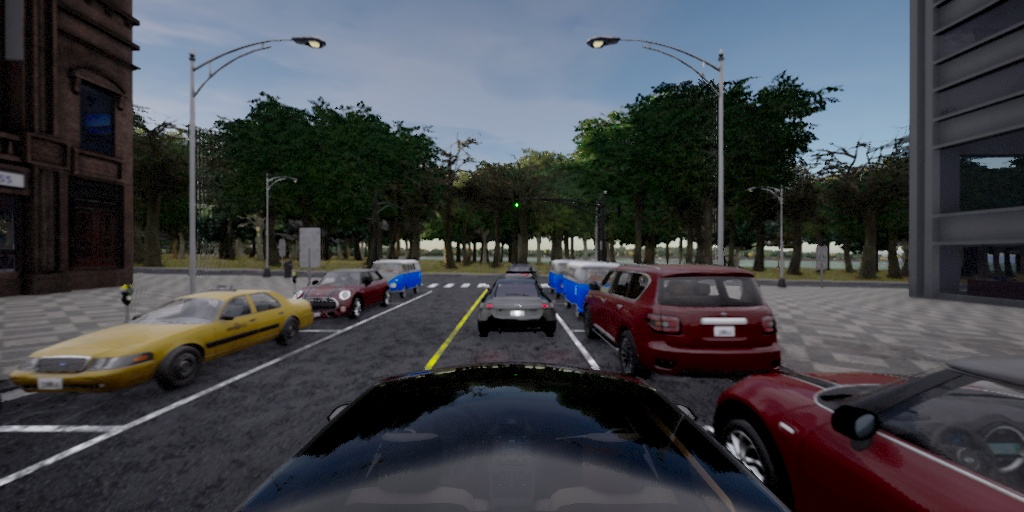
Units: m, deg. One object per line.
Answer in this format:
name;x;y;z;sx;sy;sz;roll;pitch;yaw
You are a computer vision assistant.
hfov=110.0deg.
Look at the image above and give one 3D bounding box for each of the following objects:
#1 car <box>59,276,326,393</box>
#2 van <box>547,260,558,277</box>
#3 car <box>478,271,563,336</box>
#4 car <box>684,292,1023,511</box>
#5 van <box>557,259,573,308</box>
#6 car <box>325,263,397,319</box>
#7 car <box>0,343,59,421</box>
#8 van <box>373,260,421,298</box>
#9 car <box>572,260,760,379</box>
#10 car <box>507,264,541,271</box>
car;-5.761;1.271;6.885;1.751;1.417;4.829;0;0;0
van;2.771;1.078;17.925;1.690;1.789;3.998;0;0;0
car;0.108;1.307;10.404;1.994;1.385;4.181;0;0;0
car;2.762;1.190;1.612;1.967;1.591;4.097;0;0;0
van;2.768;1.082;12.487;1.690;1.789;3.998;0;0;0
car;-5.757;1.181;12.492;1.967;1.591;4.097;0;0;0
car;-5.764;1.316;1.617;1.948;1.339;4.313;0;0;0
van;-5.754;1.078;17.930;1.690;1.789;3.998;0;0;0
car;2.765;1.060;7.050;2.192;1.841;5.009;0;0;0
car;0.654;1.229;21.702;2.128;1.511;4.902;0;0;8
